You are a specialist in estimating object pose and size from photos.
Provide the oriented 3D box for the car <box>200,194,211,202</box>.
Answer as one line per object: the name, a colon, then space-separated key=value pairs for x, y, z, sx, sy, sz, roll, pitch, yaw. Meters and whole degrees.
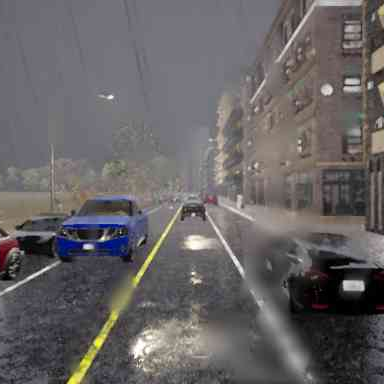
car: x=2.574 y=1.118 z=63.982 sx=1.947 sy=1.339 sz=4.313 roll=1 pitch=0 yaw=0

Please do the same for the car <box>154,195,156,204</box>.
car: x=-5.306 y=1.296 z=35.027 sx=1.887 sy=1.381 sz=4.507 roll=1 pitch=0 yaw=0

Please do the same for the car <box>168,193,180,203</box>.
car: x=-2.806 y=1.102 z=55.302 sx=2.128 sy=1.511 sz=4.902 roll=0 pitch=0 yaw=0

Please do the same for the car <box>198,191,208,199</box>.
car: x=2.577 y=0.753 z=80.963 sx=2.192 sy=1.841 sz=5.009 roll=1 pitch=0 yaw=0

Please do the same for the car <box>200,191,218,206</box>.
car: x=2.577 y=0.982 z=46.999 sx=2.192 sy=1.841 sz=5.009 roll=1 pitch=0 yaw=0

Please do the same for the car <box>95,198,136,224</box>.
car: x=-5.305 y=1.271 z=23.719 sx=1.967 sy=1.590 sz=4.097 roll=1 pitch=0 yaw=0

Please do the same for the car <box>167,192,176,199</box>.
car: x=-5.304 y=0.845 z=85.910 sx=1.967 sy=1.590 sz=4.097 roll=1 pitch=0 yaw=0

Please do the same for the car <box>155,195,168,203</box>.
car: x=-5.306 y=1.177 z=57.643 sx=1.802 sy=1.307 sz=4.206 roll=1 pitch=0 yaw=0

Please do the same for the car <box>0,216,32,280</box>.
car: x=-5.305 y=1.391 z=6.757 sx=1.967 sy=1.590 sz=4.097 roll=1 pitch=0 yaw=0

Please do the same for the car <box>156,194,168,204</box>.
car: x=-5.306 y=1.184 z=51.988 sx=2.008 sy=1.369 sz=4.403 roll=1 pitch=0 yaw=0

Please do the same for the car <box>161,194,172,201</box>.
car: x=-5.306 y=1.069 z=68.950 sx=2.008 sy=1.369 sz=4.403 roll=1 pitch=0 yaw=0

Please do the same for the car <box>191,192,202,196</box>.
car: x=0.078 y=1.149 z=43.238 sx=1.801 sy=1.575 sz=5.366 roll=0 pitch=0 yaw=0

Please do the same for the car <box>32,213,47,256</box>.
car: x=-5.307 y=1.477 z=12.412 sx=1.947 sy=1.339 sz=4.313 roll=1 pitch=0 yaw=0

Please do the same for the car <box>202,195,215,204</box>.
car: x=2.574 y=1.173 z=52.661 sx=1.887 sy=1.381 sz=4.507 roll=1 pitch=0 yaw=0

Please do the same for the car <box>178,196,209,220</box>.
car: x=0.099 y=1.321 z=25.928 sx=1.837 sy=1.490 sz=4.892 roll=0 pitch=1 yaw=0

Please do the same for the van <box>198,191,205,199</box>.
van: x=2.577 y=0.741 z=86.624 sx=1.690 sy=1.788 sz=3.998 roll=1 pitch=0 yaw=0

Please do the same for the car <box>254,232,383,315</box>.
car: x=2.573 y=1.512 z=7.374 sx=1.947 sy=1.339 sz=4.313 roll=1 pitch=0 yaw=0

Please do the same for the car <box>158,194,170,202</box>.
car: x=-5.306 y=1.101 z=63.296 sx=1.887 sy=1.381 sz=4.507 roll=1 pitch=0 yaw=0

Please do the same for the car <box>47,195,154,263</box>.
car: x=-2.850 y=1.135 z=11.922 sx=2.150 sy=2.045 sz=5.566 roll=0 pitch=0 yaw=0
